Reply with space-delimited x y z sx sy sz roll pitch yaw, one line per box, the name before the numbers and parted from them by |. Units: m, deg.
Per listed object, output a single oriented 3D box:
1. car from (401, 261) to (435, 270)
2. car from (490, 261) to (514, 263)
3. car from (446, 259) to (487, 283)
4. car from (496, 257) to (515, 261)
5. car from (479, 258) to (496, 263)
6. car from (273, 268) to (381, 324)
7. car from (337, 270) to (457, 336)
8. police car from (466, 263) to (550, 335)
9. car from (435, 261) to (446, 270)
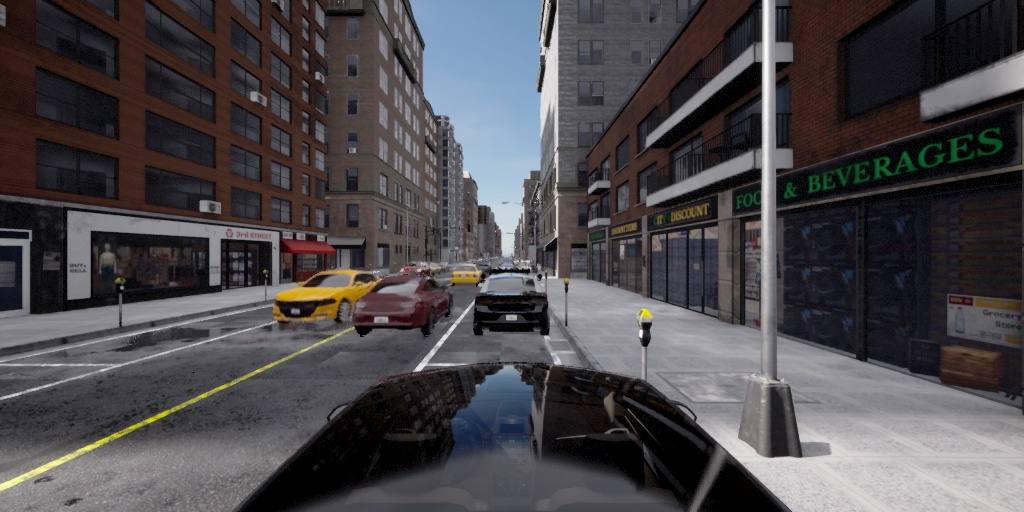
car | -8.408 1.190 31.425 1.967 1.591 4.097 0 0 0
car | -0.383 1.300 25.913 2.007 1.370 4.403 0 0 0
car | -3.023 1.210 24.983 1.801 1.575 5.366 0 0 0
car | -0.383 1.190 36.951 1.967 1.591 4.097 0 0 0
car | -2.923 1.242 38.025 2.128 1.511 4.902 0 0 0
car | -5.869 1.227 12.216 1.882 1.535 5.008 0 0 0
car | -2.923 1.276 10.323 1.812 1.442 4.674 0 0 0
police car | -0.012 1.175 10.610 1.930 1.638 5.238 0 0 0
car | -8.408 1.275 36.773 1.751 1.417 4.829 0 0 0
